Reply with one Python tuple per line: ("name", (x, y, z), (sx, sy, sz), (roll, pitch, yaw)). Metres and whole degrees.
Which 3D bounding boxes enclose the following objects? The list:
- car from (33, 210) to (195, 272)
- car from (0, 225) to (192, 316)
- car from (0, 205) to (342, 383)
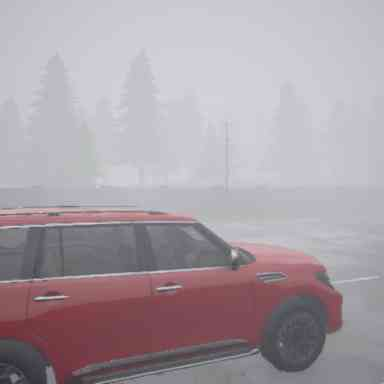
("car", (-2.560, 1.462, 11.203), (4.902, 1.511, 2.128), (0, 0, -22))
("car", (-2.540, 1.586, 7.444), (4.718, 1.301, 1.895), (0, 0, -22))
("car", (-0.716, 1.209, 4.403), (5.566, 2.045, 2.150), (0, 0, -22))
